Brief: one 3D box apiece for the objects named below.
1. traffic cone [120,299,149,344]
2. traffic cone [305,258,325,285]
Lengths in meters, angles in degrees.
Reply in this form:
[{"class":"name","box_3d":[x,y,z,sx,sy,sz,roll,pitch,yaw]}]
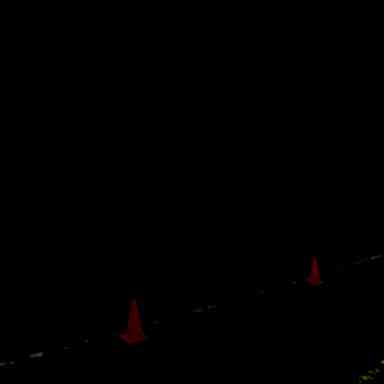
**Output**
[{"class":"traffic cone","box_3d":[-0.885,1.942,5.104,0.340,0.580,0.340,0,0,-37]},{"class":"traffic cone","box_3d":[2.995,1.910,8.112,0.340,0.580,0.340,0,0,-39]}]
